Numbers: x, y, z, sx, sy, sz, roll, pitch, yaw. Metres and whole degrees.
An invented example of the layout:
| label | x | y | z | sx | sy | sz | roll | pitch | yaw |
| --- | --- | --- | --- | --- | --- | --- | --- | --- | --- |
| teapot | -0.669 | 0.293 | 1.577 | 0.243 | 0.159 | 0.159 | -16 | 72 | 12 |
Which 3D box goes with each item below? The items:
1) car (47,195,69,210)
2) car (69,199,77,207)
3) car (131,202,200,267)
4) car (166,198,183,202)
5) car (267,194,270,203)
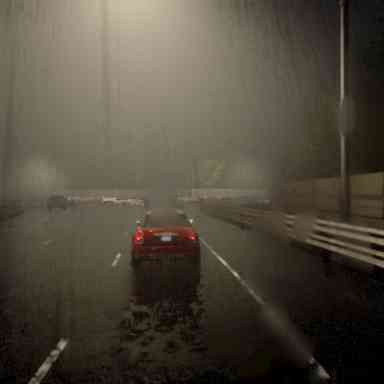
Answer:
| label | x | y | z | sx | sy | sz | roll | pitch | yaw |
| --- | --- | --- | --- | --- | --- | --- | --- | --- | --- |
| car | -19.261 | 1.482 | 47.215 | 2.150 | 2.045 | 5.566 | 0 | 0 | -28 |
| car | -21.220 | 1.872 | 57.292 | 1.994 | 1.385 | 4.181 | 0 | 0 | -34 |
| car | -0.956 | 1.404 | 11.918 | 2.097 | 1.767 | 4.553 | 0 | 0 | -5 |
| car | -2.382 | 1.536 | 43.836 | 2.097 | 1.767 | 4.553 | 0 | 0 | 8 |
| car | 19.444 | 1.453 | 75.132 | 5.566 | 2.045 | 2.150 | 0 | 0 | -31 |
